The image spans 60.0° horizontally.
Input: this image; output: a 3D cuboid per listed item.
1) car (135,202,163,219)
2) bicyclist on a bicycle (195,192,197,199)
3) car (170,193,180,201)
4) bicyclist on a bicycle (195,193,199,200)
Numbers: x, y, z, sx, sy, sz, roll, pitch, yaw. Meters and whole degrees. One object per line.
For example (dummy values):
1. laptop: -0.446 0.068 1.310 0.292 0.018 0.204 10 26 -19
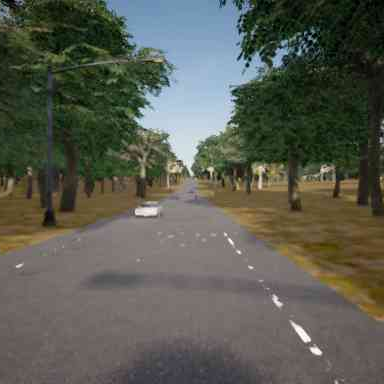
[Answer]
1. car: -3.598 1.511 28.242 1.895 1.301 4.718 0 1 0
2. bicyclist on a bicycle: 0.962 0.773 77.713 0.582 1.620 1.656 0 1 0
3. car: -3.499 0.974 68.884 1.837 1.490 4.892 0 1 0
4. bicyclist on a bicycle: 0.958 0.912 68.714 0.866 1.612 1.509 0 1 0
